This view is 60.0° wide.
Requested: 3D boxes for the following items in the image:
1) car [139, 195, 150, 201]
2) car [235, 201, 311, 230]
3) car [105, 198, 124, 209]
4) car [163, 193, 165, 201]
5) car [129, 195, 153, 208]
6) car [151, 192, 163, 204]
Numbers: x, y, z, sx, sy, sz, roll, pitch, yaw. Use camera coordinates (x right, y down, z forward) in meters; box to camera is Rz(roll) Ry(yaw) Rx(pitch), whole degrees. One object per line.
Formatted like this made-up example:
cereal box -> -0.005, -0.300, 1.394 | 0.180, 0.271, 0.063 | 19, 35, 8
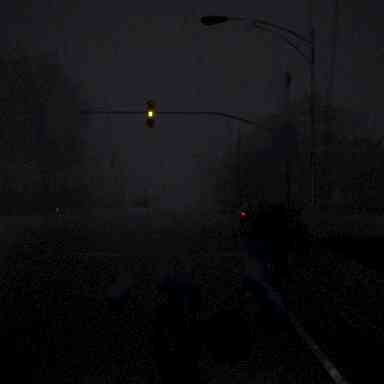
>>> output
car -> -10.954, 1.361, 76.718 | 1.994, 1.385, 4.181 | 0, 0, -3
car -> 5.009, 1.334, 20.295 | 4.553, 1.767, 2.097 | 0, 0, -3
car -> -10.488, 1.490, 45.504 | 1.812, 1.442, 4.674 | 0, 0, 0
car -> -7.455, 1.034, 76.822 | 2.150, 2.045, 5.566 | 0, 0, -3
car -> -6.986, 1.527, 45.828 | 1.994, 1.385, 4.181 | 0, 0, 0
car -> -7.012, 1.270, 61.706 | 2.097, 1.767, 4.553 | 0, 0, 0
